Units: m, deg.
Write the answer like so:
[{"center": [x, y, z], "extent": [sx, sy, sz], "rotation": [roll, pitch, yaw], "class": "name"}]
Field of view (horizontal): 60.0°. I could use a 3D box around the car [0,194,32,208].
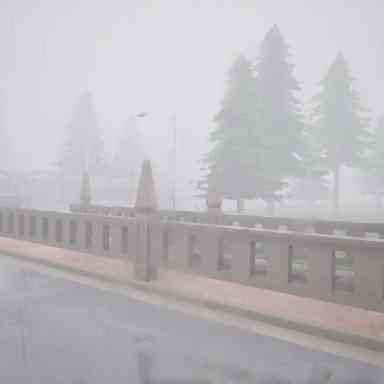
[{"center": [-17.654, 0.979, 31.219], "extent": [1.837, 1.490, 4.892], "rotation": [1, 1, 38], "class": "car"}]
